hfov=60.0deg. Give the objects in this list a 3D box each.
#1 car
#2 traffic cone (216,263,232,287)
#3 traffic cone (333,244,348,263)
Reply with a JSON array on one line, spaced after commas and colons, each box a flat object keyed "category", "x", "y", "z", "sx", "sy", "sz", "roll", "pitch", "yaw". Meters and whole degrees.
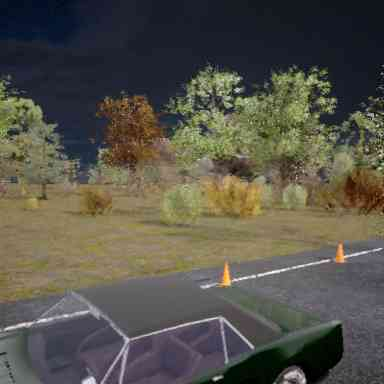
[{"category": "car", "x": -0.742, "y": 1.605, "z": 2.985, "sx": 4.718, "sy": 1.301, "sz": 1.895, "roll": 0, "pitch": 0, "yaw": -36}, {"category": "traffic cone", "x": 0.810, "y": 1.967, "z": 7.858, "sx": 0.340, "sy": 0.580, "sz": 0.340, "roll": 0, "pitch": 0, "yaw": -36}, {"category": "traffic cone", "x": 4.819, "y": 1.974, "z": 10.804, "sx": 0.340, "sy": 0.580, "sz": 0.340, "roll": 0, "pitch": 0, "yaw": -37}]
